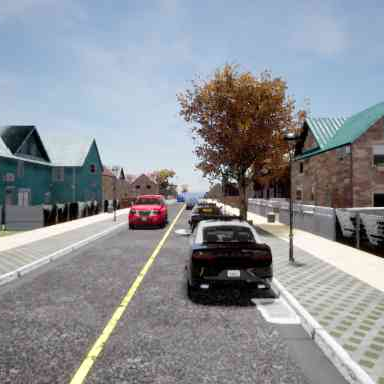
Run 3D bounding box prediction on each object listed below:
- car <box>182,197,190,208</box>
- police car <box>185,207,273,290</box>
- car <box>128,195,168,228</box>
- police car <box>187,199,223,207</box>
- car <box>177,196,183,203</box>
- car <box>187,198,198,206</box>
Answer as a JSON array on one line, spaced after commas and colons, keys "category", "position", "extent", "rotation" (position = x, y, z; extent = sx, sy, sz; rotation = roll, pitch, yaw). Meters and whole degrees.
[{"category": "car", "position": [0.113, 1.642, 45.053], "extent": [2.033, 1.411, 5.357], "rotation": [0, 0, 1]}, {"category": "police car", "position": [0.843, 1.429, 9.250], "extent": [1.930, 1.638, 5.238], "rotation": [0, 0, 0]}, {"category": "car", "position": [-2.807, 1.234, 22.373], "extent": [2.150, 2.045, 5.566], "rotation": [0, 0, 0]}, {"category": "police car", "position": [0.861, 1.436, 19.251], "extent": [1.930, 1.638, 5.238], "rotation": [0, 0, 0]}, {"category": "car", "position": [-2.600, 1.779, 79.350], "extent": [1.882, 1.535, 5.008], "rotation": [0, 0, 0]}, {"category": "car", "position": [0.118, 1.758, 62.058], "extent": [1.994, 1.385, 4.181], "rotation": [0, 0, 0]}]
